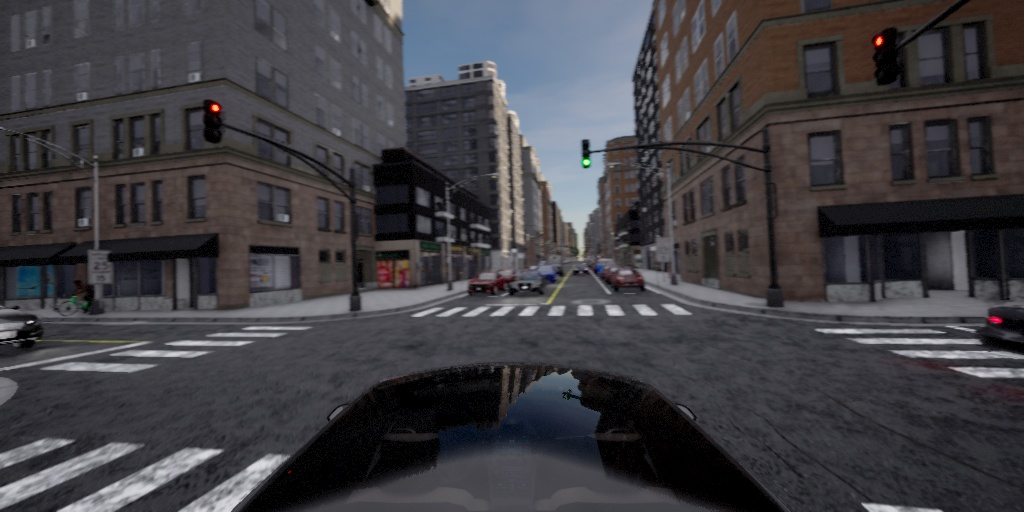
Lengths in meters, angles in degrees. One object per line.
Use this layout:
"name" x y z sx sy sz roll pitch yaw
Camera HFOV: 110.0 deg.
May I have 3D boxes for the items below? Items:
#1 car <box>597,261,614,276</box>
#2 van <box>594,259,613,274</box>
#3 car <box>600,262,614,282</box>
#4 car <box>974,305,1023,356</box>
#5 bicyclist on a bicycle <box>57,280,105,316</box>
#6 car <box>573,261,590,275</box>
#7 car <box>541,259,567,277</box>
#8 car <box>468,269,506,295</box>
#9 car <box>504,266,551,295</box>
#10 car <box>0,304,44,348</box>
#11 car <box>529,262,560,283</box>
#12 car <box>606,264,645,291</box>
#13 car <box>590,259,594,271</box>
"car" 8.961 1.424 32.614 1.802 1.307 4.207 0 0 11
"van" 10.010 1.222 38.190 1.690 1.789 3.998 0 0 11
"car" 7.913 1.385 27.039 1.802 1.307 4.207 0 0 11
"car" 10.140 1.009 4.734 5.357 1.411 2.033 -2 -1 11
"bicyclist on a bicycle" -20.162 1.939 16.828 0.582 1.620 1.656 -2 -1 11
"car" 8.590 1.635 44.675 1.895 1.301 4.718 -2 -1 11
"car" 4.930 1.367 42.244 2.150 2.045 5.566 -2 -1 11
"car" -1.506 1.670 23.044 1.888 1.381 4.507 0 0 11
"car" 1.042 1.569 21.880 1.994 1.385 4.181 -2 -1 10
"car" -15.175 1.816 9.501 4.902 1.511 2.128 -2 -1 11
"car" 2.909 1.551 31.738 1.882 1.535 5.008 -2 -1 11
"car" 6.864 1.346 21.463 1.802 1.307 4.207 0 0 11
"car" 11.058 1.236 43.765 2.192 1.841 5.009 0 0 11
